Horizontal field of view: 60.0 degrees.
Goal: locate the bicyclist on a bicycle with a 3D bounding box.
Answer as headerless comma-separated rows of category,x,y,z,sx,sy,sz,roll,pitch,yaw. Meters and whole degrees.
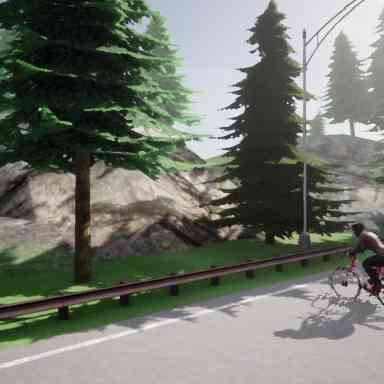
bicyclist on a bicycle,3.503,1.455,6.636,0.582,1.620,1.656,0,-2,-36
